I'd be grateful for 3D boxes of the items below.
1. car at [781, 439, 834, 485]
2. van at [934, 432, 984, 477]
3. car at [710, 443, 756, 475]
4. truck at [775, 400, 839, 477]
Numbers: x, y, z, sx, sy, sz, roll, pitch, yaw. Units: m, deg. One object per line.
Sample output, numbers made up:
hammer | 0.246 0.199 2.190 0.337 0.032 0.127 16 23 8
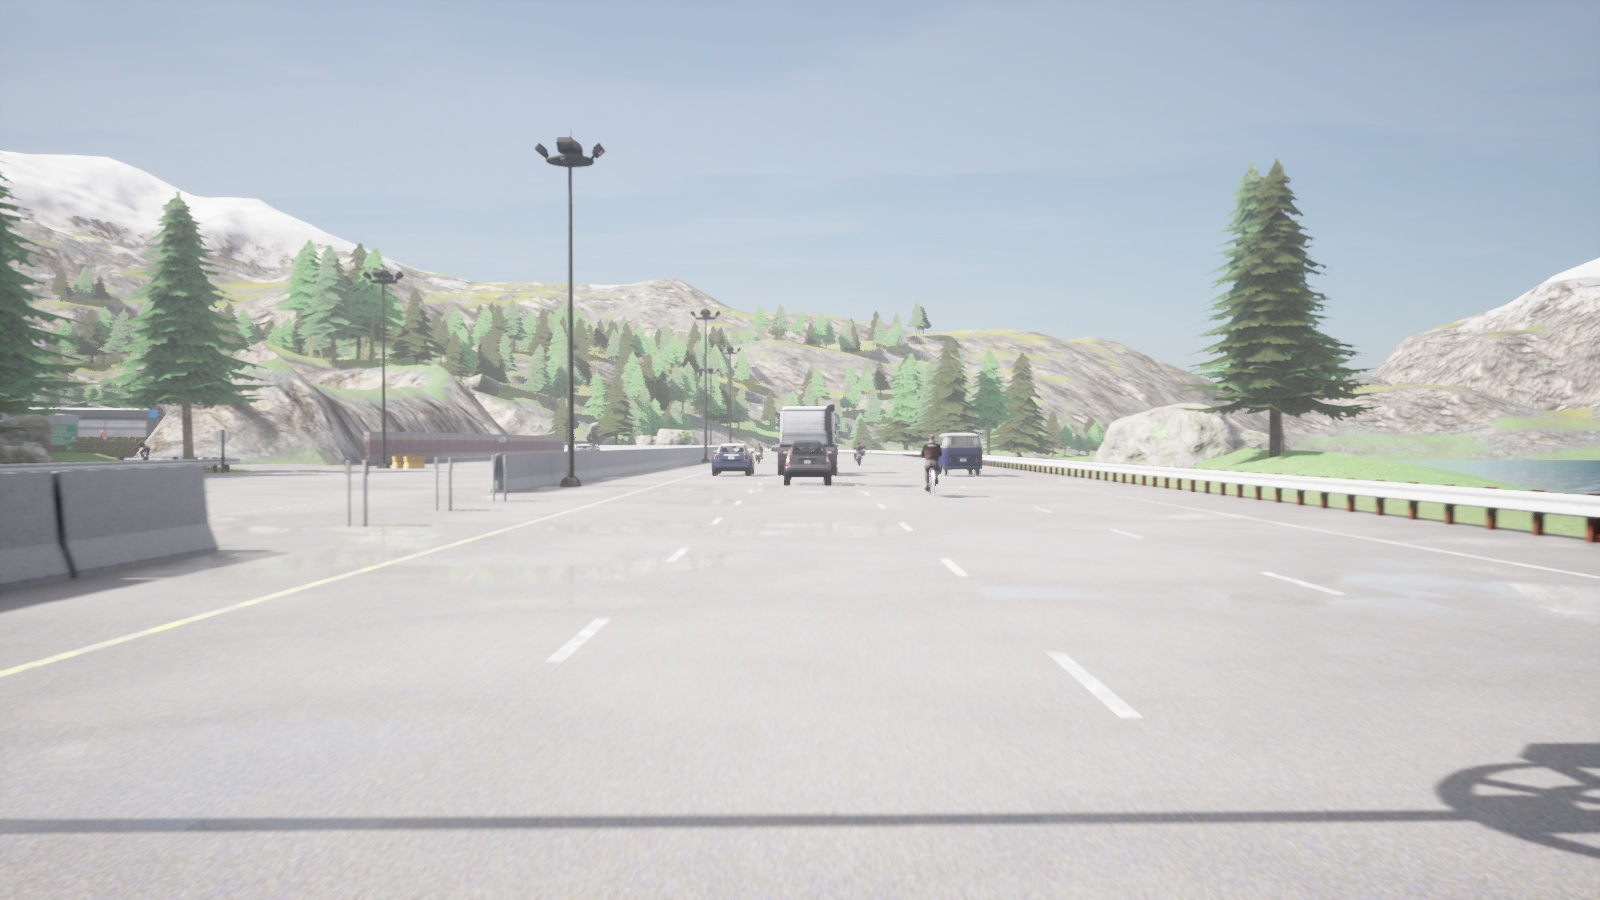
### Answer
car | 0.273 0.403 45.988 1.851 1.617 3.988 0 0 0
van | 7.341 0.198 58.366 1.775 1.987 4.442 0 0 0
car | -3.151 0.395 59.648 1.970 1.475 3.806 0 0 0
truck | 0.353 -0.554 60.612 2.891 3.462 7.936 0 0 0
